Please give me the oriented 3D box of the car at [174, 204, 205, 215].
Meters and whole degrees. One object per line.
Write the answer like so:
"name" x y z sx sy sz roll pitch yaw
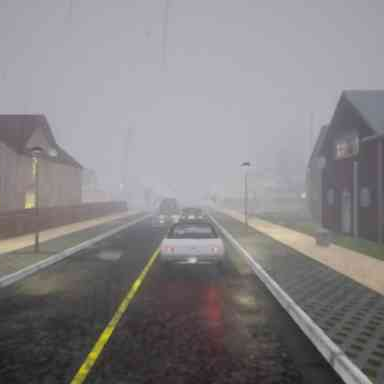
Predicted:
"car" 0.013 1.810 25.284 2.033 1.411 5.357 0 -1 1

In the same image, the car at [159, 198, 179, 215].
"car" -2.800 1.705 41.494 2.150 2.045 5.566 0 -1 1

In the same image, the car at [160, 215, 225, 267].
"car" 0.035 1.708 11.817 1.895 1.301 4.718 0 -1 1
